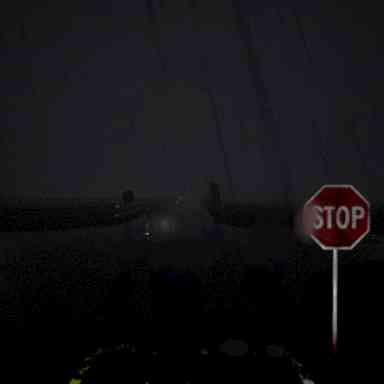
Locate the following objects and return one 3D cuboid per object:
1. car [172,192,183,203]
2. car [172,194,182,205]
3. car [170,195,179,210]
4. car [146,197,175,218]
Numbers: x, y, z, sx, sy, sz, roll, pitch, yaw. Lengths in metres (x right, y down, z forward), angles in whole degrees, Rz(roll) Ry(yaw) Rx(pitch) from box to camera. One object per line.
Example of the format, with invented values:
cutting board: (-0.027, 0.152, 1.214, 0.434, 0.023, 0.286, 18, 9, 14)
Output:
car: (-2.850, 1.121, 62.377, 2.150, 2.045, 5.566, 0, 1, 0)
car: (-2.887, 1.416, 50.144, 1.882, 1.535, 5.008, 0, 0, 0)
car: (-2.886, 1.469, 39.691, 1.837, 1.490, 4.892, 0, 0, 0)
car: (-2.912, 1.460, 29.995, 1.882, 1.535, 5.008, 0, 0, 1)
